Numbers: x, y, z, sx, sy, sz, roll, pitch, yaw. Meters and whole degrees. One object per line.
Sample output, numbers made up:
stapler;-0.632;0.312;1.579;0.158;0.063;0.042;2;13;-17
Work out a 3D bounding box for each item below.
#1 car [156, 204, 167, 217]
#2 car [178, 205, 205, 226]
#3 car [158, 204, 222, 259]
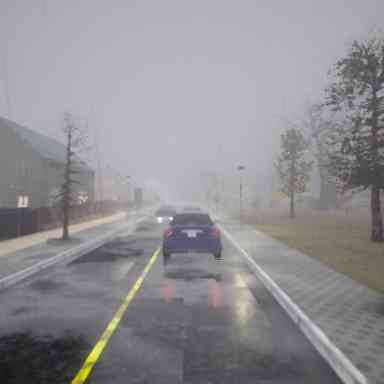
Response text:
car;-2.791;2.029;36.607;1.994;1.385;4.181;0;-1;1
car;-0.006;1.890;27.563;2.033;1.411;5.357;0;-1;0
car;0.010;1.513;13.476;2.097;1.767;4.553;0;-1;0
